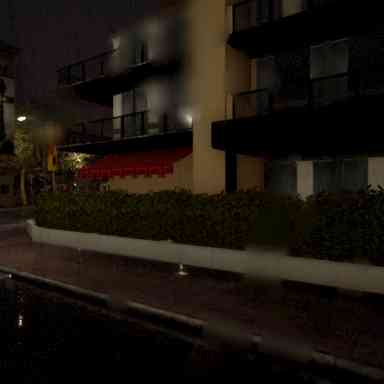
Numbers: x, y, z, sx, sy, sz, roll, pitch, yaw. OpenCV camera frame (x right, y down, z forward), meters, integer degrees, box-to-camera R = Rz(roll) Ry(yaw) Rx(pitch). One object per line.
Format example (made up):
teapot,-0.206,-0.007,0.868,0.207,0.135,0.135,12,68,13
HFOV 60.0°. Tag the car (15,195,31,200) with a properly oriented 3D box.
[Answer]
car,-35.664,1.463,67.686,4.892,1.521,2.231,0,0,36
